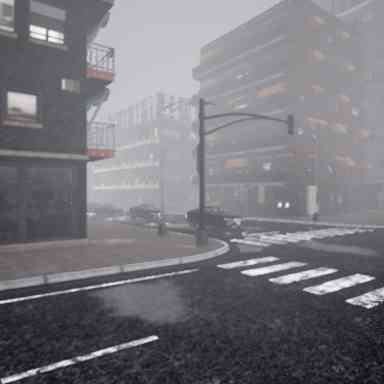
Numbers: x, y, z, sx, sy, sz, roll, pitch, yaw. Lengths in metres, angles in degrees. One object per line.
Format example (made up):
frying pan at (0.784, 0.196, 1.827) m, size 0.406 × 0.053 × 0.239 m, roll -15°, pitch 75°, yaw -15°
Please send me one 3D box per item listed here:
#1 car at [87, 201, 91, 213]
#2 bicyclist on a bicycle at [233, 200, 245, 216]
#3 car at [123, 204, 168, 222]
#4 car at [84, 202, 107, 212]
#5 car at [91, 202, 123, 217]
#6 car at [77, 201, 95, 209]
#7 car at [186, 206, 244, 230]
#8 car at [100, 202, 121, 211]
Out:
car at (-15.428, 2.201, 46.287) m, size 1.994 × 1.385 × 4.181 m, roll 0°, pitch -1°, yaw -36°
bicyclist on a bicycle at (4.742, 1.634, 33.513) m, size 1.656 × 1.620 × 0.582 m, roll 0°, pitch 0°, yaw -36°
car at (-4.075, 1.876, 30.768) m, size 2.128 × 1.511 × 4.902 m, roll 0°, pitch -1°, yaw -37°
car at (-14.647, 2.235, 50.468) m, size 1.994 × 1.385 × 4.181 m, roll 0°, pitch -1°, yaw -36°
car at (-9.586, 2.107, 38.285) m, size 1.895 × 1.301 × 4.718 m, roll 0°, pitch -1°, yaw -36°
car at (-19.700, 2.352, 61.807) m, size 1.752 × 1.417 × 4.829 m, roll -1°, pitch 0°, yaw -36°
car at (1.516, 1.752, 23.183) m, size 2.128 × 1.511 × 4.902 m, roll 0°, pitch -1°, yaw -37°
car at (-12.966, 2.259, 52.641) m, size 1.802 × 1.307 × 4.206 m, roll -1°, pitch 0°, yaw -36°
